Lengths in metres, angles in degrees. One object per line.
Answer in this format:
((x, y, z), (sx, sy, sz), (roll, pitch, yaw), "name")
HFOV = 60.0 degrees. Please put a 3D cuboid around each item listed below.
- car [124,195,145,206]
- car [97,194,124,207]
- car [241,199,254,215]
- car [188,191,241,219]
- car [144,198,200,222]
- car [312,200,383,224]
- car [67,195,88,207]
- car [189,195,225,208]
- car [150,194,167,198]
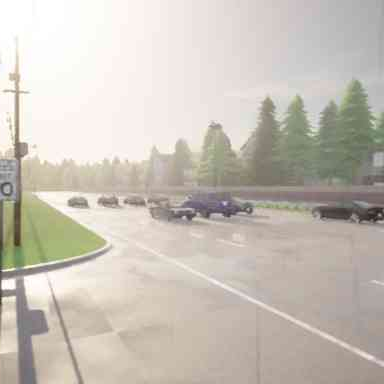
((-7.596, 1.055, 43.342), (1.994, 1.385, 4.181), (0, 1, -27), "car")
((-10.505, 0.989, 41.344), (2.128, 1.511, 4.902), (0, 1, -27), "car")
((3.550, 1.226, 29.247), (1.812, 1.442, 4.674), (0, 1, -27), "car")
((1.134, 0.941, 26.286), (2.150, 2.045, 5.566), (0, 1, -27), "car")
((-1.536, 1.334, 23.821), (1.895, 1.301, 4.718), (0, 1, -27), "car")
((10.650, 1.281, 23.058), (1.882, 1.535, 5.008), (0, 1, -27), "car")
((-13.850, 1.057, 40.198), (1.994, 1.385, 4.181), (0, 1, -27), "car")
((1.748, 1.117, 40.449), (2.033, 1.411, 5.357), (0, 1, -27), "car")
((-4.674, 1.010, 45.318), (1.812, 1.442, 4.674), (0, 1, -27), "car")
